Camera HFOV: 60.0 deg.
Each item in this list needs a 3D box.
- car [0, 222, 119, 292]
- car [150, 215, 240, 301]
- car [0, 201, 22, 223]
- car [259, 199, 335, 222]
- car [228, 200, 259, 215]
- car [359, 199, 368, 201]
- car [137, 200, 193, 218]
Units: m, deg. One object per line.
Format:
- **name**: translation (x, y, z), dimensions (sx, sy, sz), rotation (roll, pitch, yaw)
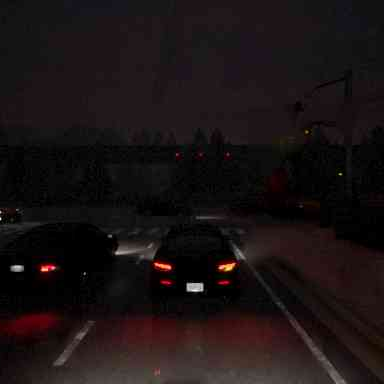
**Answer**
- **car**: translation (-3.421, 1.547, 9.028), dimensions (2.033, 1.411, 5.357), rotation (0, 0, 0)
- **car**: translation (0.071, 1.526, 8.207), dimensions (1.812, 1.442, 4.674), rotation (0, 0, 0)
- **car**: translation (-14.544, 1.351, 23.995), dimensions (4.553, 1.767, 2.097), rotation (0, 0, 22)
- **car**: translation (8.057, 1.492, 25.670), dimensions (4.902, 1.511, 2.128), rotation (0, 0, 0)
- **car**: translation (5.894, 1.525, 32.681), dimensions (4.674, 1.442, 1.812), rotation (0, 0, 0)
- **car**: translation (23.225, 1.601, 46.793), dimensions (4.718, 1.301, 1.895), rotation (0, 0, 0)
- **car**: translation (-2.391, 1.505, 29.227), dimensions (4.892, 1.490, 1.837), rotation (0, 0, 0)
